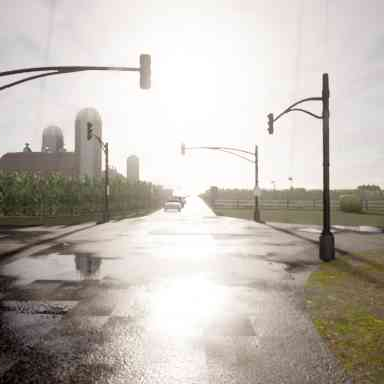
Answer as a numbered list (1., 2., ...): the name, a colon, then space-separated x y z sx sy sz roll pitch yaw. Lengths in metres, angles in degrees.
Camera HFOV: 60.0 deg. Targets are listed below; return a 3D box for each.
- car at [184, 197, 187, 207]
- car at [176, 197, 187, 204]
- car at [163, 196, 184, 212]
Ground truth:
1. car: -2.212 1.410 50.021 2.097 1.767 4.553 0 0 1
2. car: -2.024 1.638 65.296 2.033 1.411 5.357 0 0 1
3. car: -2.299 1.568 40.194 1.812 1.442 4.674 0 0 1
